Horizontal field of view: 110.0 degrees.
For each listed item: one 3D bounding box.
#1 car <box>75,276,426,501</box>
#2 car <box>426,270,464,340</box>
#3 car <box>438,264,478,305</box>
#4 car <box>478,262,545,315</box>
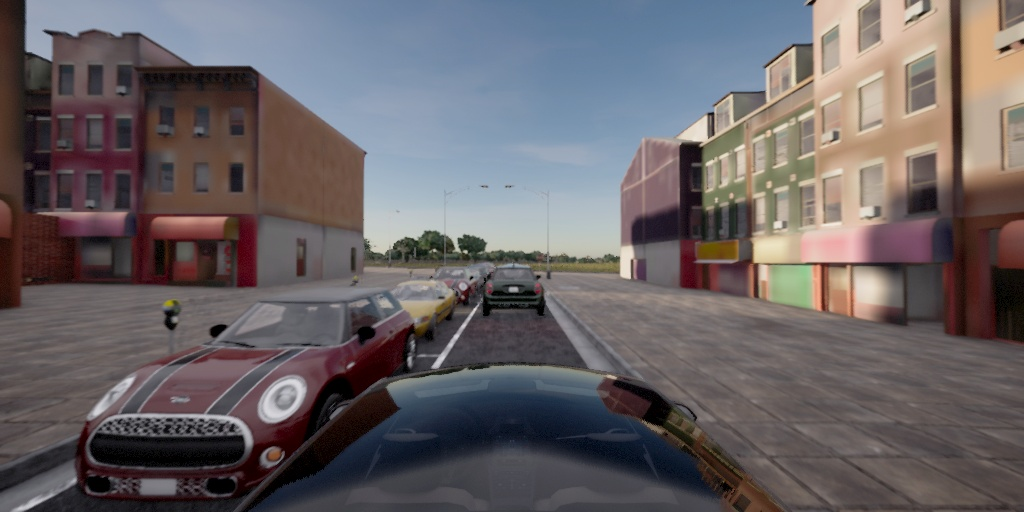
[{"bbox_3d":[-2.637,1.188,4.664,1.967,1.591,4.097,0,0,0],"label":"car"},{"bbox_3d":[-2.638,1.274,10.033,1.751,1.417,4.829,0,0,0],"label":"car"},{"bbox_3d":[-2.640,1.195,15.741,1.967,1.591,4.097,0,0,0],"label":"car"},{"bbox_3d":[0.067,1.104,13.726,2.097,1.767,4.553,0,0,0],"label":"car"}]
